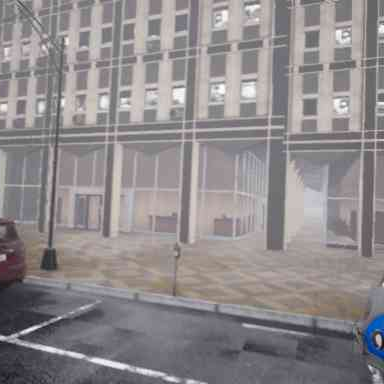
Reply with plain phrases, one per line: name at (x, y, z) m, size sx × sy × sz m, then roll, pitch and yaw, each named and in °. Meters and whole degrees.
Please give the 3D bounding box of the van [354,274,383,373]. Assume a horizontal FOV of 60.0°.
van at (4.287, 1.694, 3.978) m, size 3.998 × 1.788 × 1.690 m, roll 1°, pitch -2°, yaw 21°

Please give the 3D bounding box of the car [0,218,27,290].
car at (-6.346, 1.459, 7.991) m, size 5.009 × 1.841 × 2.192 m, roll 1°, pitch -2°, yaw 21°
